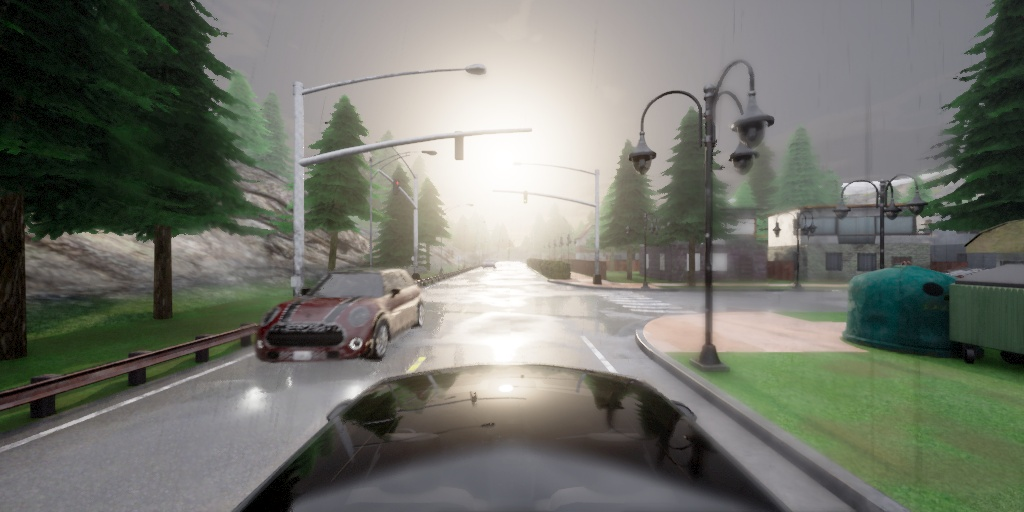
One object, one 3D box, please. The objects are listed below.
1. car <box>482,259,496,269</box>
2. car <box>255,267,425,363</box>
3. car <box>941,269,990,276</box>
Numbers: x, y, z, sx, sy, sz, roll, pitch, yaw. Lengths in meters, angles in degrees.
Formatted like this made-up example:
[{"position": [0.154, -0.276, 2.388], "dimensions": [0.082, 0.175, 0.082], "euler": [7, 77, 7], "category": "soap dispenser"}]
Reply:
[{"position": [-3.497, 1.201, 54.862], "dimensions": [1.882, 1.535, 5.008], "euler": [0, 1, 0], "category": "car"}, {"position": [-3.496, 1.075, 8.228], "dimensions": [2.097, 1.767, 4.553], "euler": [0, 0, 0], "category": "car"}, {"position": [22.925, 1.411, 18.054], "dimensions": [4.892, 1.490, 1.837], "euler": [0, 0, 10], "category": "car"}]
